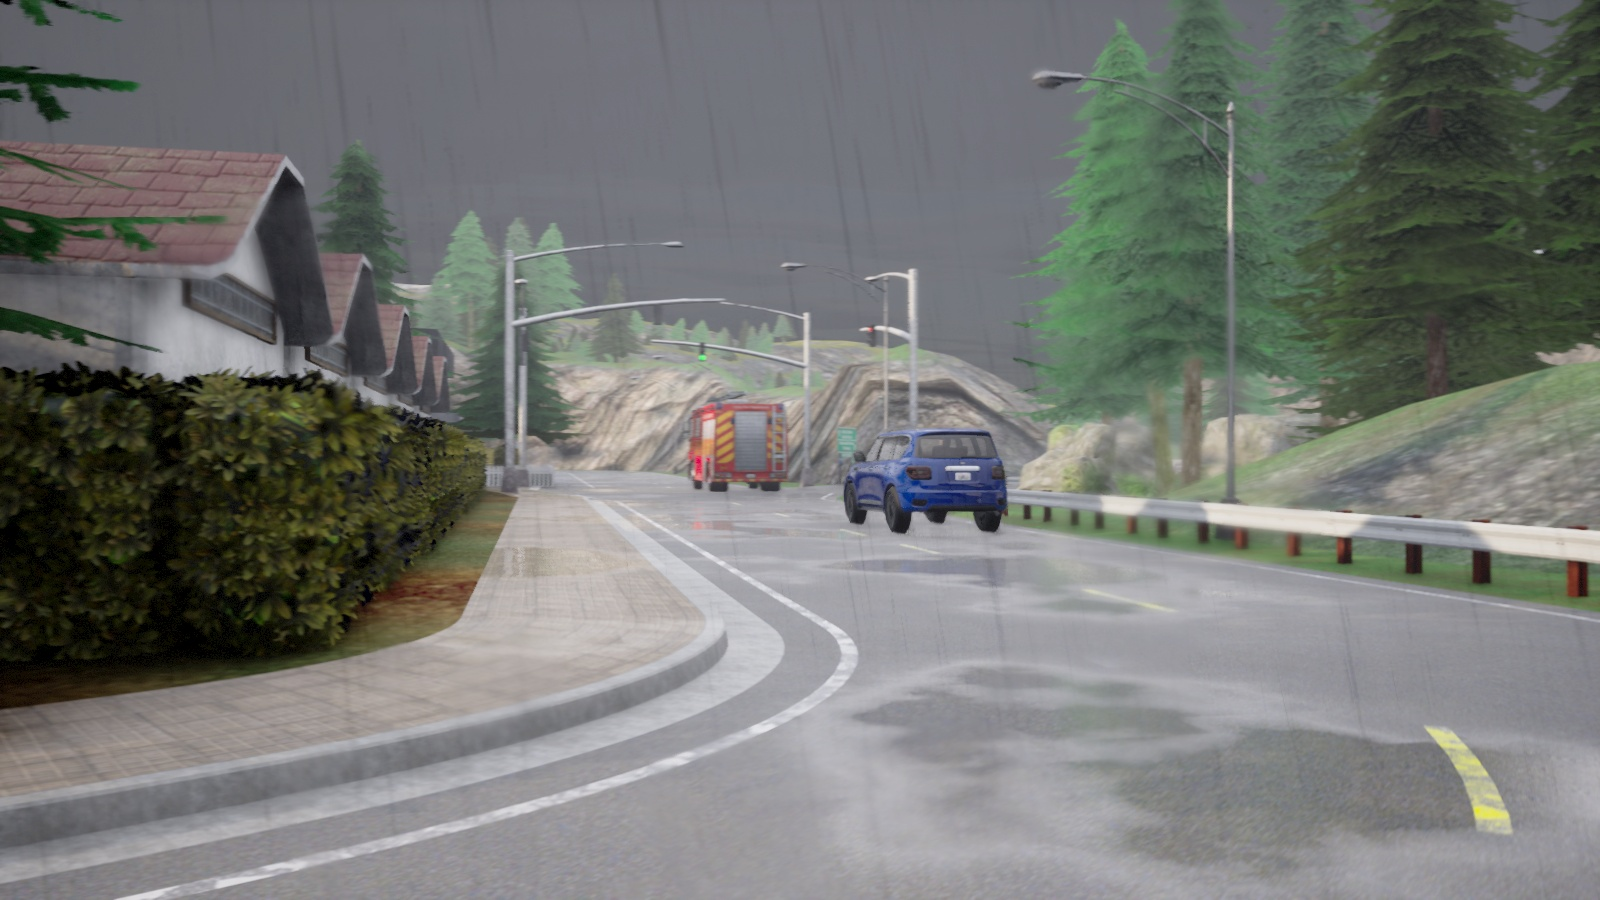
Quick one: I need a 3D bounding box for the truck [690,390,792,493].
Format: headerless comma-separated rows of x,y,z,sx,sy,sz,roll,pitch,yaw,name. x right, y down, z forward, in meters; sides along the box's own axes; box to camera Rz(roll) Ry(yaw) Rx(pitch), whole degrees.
-2.581,-0.269,51.239,2.891,3.827,8.468,0,-1,-11,truck

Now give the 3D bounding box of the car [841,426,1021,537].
2.539,0.584,26.074,2.150,2.045,5.566,0,0,-12,car
